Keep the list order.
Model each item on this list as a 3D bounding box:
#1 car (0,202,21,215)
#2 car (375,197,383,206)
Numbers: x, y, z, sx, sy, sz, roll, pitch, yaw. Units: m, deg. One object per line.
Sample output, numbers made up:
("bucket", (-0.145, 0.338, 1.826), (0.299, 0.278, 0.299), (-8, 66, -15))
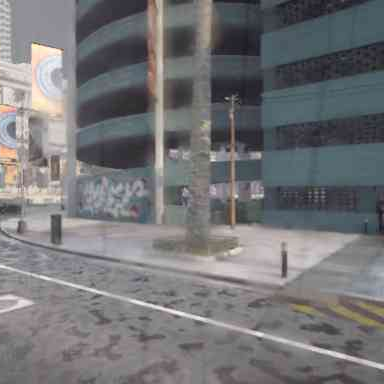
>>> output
("car", (-19.984, 1.708, 35.356), (1.895, 1.301, 4.718), (0, 0, -2))
("car", (25.597, 1.332, 43.743), (4.674, 1.452, 2.002), (0, 0, 36))
